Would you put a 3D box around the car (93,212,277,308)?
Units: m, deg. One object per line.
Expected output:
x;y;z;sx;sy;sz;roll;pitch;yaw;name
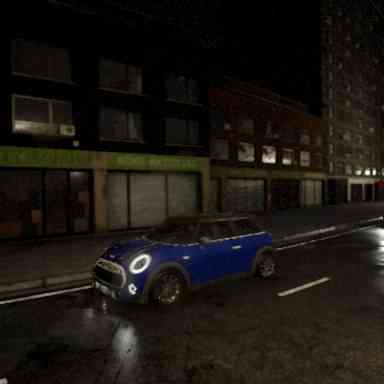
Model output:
-0.015;1.338;8.079;4.553;1.767;2.097;-1;0;-39;car
